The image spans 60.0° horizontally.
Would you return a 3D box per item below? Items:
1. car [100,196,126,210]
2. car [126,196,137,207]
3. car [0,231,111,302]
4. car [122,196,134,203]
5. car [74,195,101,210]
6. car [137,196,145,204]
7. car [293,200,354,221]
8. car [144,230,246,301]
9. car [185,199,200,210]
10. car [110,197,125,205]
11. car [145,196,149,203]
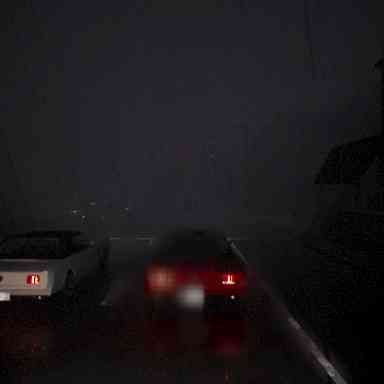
[{"bbox_3d":[-10.625,1.562,44.928,1.812,1.442,4.674,0,0,0],"label":"car"},{"bbox_3d":[-10.626,1.394,52.653,2.097,1.767,4.553,0,0,0],"label":"car"},{"bbox_3d":[-3.428,1.608,8.244,1.895,1.301,4.718,0,0,0],"label":"car"},{"bbox_3d":[-14.049,1.578,73.006,1.812,1.442,4.674,0,0,0],"label":"car"},{"bbox_3d":[-14.128,1.527,44.149,2.128,1.511,4.902,0,0,0],"label":"car"},{"bbox_3d":[-10.590,1.614,62.582,1.994,1.385,4.181,0,0,1],"label":"car"},{"bbox_3d":[11.171,1.497,28.422,5.008,1.535,1.882,-5,0,0],"label":"car"},{"bbox_3d":[0.072,1.608,8.263,1.895,1.301,4.718,0,0,0],"label":"car"},{"bbox_3d":[0.061,1.600,44.762,1.994,1.385,4.181,0,0,0],"label":"car"},{"bbox_3d":[-14.093,1.615,63.084,1.994,1.385,4.181,0,0,0],"label":"car"},{"bbox_3d":[-10.549,1.594,72.976,2.033,1.411,5.357,0,0,0],"label":"car"}]
